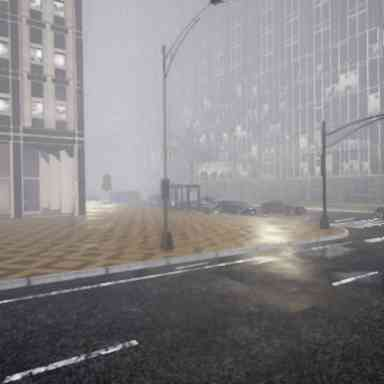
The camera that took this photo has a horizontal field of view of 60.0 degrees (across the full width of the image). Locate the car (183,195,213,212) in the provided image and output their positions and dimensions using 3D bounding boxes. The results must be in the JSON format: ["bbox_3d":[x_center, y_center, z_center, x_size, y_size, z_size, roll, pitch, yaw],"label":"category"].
[{"bbox_3d":[0.788,1.338,35.032,1.802,1.307,4.206,-1,1,-34],"label":"car"}]

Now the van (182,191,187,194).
[{"bbox_3d":[-1.821,0.782,53.893,1.690,1.788,3.998,-1,1,-34],"label":"van"}]

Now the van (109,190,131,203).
[{"bbox_3d":[-11.946,0.886,53.860,1.690,1.788,3.998,-1,1,-34],"label":"van"}]

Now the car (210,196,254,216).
[{"bbox_3d":[3.981,1.374,30.327,1.947,1.339,4.313,-1,1,-34],"label":"car"}]

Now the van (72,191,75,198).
[{"bbox_3d":[-27.980,0.615,77.322,1.690,1.788,3.998,-1,1,-34],"label":"van"}]

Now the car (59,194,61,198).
[{"bbox_3d":[-31.186,0.660,82.016,1.967,1.590,4.097,-1,1,-34],"label":"car"}]

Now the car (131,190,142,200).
[{"bbox_3d":[-11.954,0.578,64.091,2.150,2.045,5.566,-1,1,-34],"label":"car"}]

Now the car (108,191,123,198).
[{"bbox_3d":[-17.855,0.612,77.357,1.967,1.590,4.097,-1,1,-34],"label":"car"}]

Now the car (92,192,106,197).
[{"bbox_3d":[-24.268,0.614,86.743,2.008,1.369,4.403,-1,1,-34],"label":"car"}]

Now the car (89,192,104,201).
[{"bbox_3d":[-18.360,0.988,63.247,2.008,1.369,4.403,-1,1,-34],"label":"car"}]

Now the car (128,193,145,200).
[{"bbox_3d":[-11.440,0.862,67.975,1.802,1.307,4.206,-1,1,-34],"label":"car"}]

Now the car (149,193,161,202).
[{"bbox_3d":[-3.674,1.102,46.356,1.837,1.490,4.892,-1,1,-34],"label":"car"}]

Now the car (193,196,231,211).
[{"bbox_3d":[2.171,1.218,37.776,1.812,1.442,4.674,-1,1,-34],"label":"car"}]

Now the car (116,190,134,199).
[{"bbox_3d":[-14.648,0.541,72.663,2.192,1.841,5.009,-1,1,-34],"label":"car"}]

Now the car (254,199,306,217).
[{"bbox_3d":[7.929,1.349,29.354,1.994,1.385,4.181,-1,1,-34],"label":"car"}]

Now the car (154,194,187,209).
[{"bbox_3d":[-2.371,1.269,39.756,1.947,1.339,4.313,-1,1,-34],"label":"car"}]

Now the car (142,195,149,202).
[{"bbox_3d":[-5.955,0.963,55.344,1.837,1.490,4.892,-1,2,-34],"label":"car"}]

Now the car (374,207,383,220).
[{"bbox_3d":[15.270,1.341,23.487,1.812,1.442,4.674,0,1,-22],"label":"car"}]
